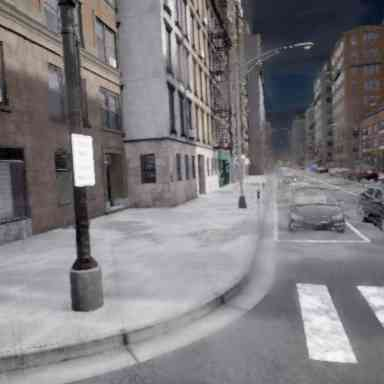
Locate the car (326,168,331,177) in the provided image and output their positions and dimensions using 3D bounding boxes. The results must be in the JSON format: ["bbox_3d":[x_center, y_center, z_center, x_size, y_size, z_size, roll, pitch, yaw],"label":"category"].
[{"bbox_3d":[22.561,-3.105,51.855,1.752,1.417,4.829,-2,4,14],"label":"car"}]

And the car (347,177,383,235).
[{"bbox_3d":[6.556,0.507,10.356,2.128,1.511,4.902,-2,5,14],"label":"car"}]

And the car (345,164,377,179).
[{"bbox_3d":[18.561,-2.048,35.996,2.192,1.841,5.009,-2,4,14],"label":"car"}]

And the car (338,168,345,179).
[{"bbox_3d":[19.890,-2.216,41.240,1.947,1.339,4.313,-2,4,14],"label":"car"}]

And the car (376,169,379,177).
[{"bbox_3d":[15.942,-0.946,25.560,1.802,1.307,4.206,-2,4,14],"label":"car"}]

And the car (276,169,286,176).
[{"bbox_3d":[19.935,-4.482,74.594,2.008,1.369,4.403,-2,4,14],"label":"car"}]

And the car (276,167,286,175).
[{"bbox_3d":[21.233,-5.135,79.807,2.192,1.841,5.009,-2,4,14],"label":"car"}]

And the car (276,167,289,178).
[{"bbox_3d":[15.993,-3.464,58.893,2.192,1.841,5.009,-2,4,14],"label":"car"}]

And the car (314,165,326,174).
[{"bbox_3d":[26.470,-4.326,67.373,1.887,1.381,4.507,-2,4,14],"label":"car"}]

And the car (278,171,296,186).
[{"bbox_3d":[10.722,-1.571,37.829,1.752,1.417,4.829,-2,4,14],"label":"car"}]

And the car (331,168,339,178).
[{"bbox_3d":[21.205,-2.649,46.466,2.008,1.369,4.403,-2,4,14],"label":"car"}]

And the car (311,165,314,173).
[{"bbox_3d":[27.787,-4.723,72.601,1.947,1.339,4.313,-2,4,14],"label":"car"}]

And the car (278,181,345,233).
[{"bbox_3d":[4.215,0.531,11.853,2.008,1.369,4.403,-2,4,14],"label":"car"}]

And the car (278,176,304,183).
[{"bbox_3d":[5.483,0.100,16.915,1.752,1.417,4.829,-2,4,14],"label":"car"}]

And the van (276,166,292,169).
[{"bbox_3d":[14.684,-3.020,53.666,1.690,1.788,3.998,-2,4,14],"label":"van"}]

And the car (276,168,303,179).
[{"bbox_3d":[9.450,-1.251,32.760,1.967,1.590,4.097,-2,4,14],"label":"car"}]
